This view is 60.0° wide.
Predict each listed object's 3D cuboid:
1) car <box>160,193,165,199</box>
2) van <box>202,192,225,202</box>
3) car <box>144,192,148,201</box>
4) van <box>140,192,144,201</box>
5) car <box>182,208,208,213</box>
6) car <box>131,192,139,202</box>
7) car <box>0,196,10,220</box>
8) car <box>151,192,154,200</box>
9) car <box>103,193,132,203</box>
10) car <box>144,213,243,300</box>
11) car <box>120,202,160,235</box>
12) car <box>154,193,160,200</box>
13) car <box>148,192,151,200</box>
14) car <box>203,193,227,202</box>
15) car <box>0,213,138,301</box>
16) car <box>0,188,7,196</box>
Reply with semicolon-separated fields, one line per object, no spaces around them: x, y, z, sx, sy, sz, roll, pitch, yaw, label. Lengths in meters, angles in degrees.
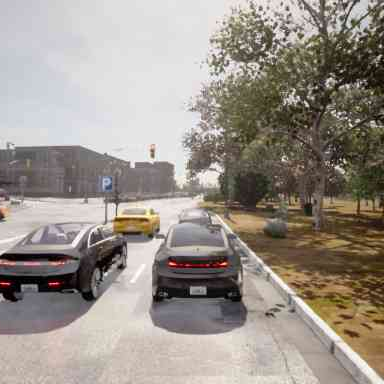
-10.987;1.063;90.183;5.566;2.045;2.435;-1;0;-12;car
4.295;1.041;65.835;4.442;1.987;1.878;1;0;-14;van
-13.000;1.320;75.198;4.892;1.521;2.231;-1;0;-14;car
-13.228;1.092;72.227;4.442;1.987;1.878;-1;0;-14;van
0.159;1.571;18.061;2.033;1.411;5.357;0;0;1;car
-13.788;1.314;66.235;5.366;1.575;1.946;-1;0;-15;car
-16.622;1.403;25.437;4.553;1.767;2.185;-1;0;-19;car
-12.254;1.357;81.195;4.674;1.452;2.002;-1;0;-13;car
-14.433;1.357;63.243;4.792;1.488;2.163;-1;0;-15;car
0.110;1.514;8.359;1.837;1.490;4.892;0;0;0;car
-2.839;1.502;17.836;1.882;1.535;5.008;0;0;0;car
-11.438;1.356;87.177;4.674;1.452;2.002;-1;0;-12;car
-12.626;1.358;78.193;4.674;1.452;2.002;-1;0;-13;car
4.679;1.140;68.804;4.553;1.767;2.185;1;0;-14;car
-2.890;1.501;8.345;2.128;1.511;4.902;0;0;0;car
-31.155;0.136;54.114;2.002;1.452;4.674;6;-3;-19;car
